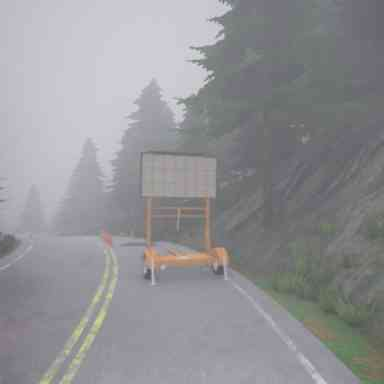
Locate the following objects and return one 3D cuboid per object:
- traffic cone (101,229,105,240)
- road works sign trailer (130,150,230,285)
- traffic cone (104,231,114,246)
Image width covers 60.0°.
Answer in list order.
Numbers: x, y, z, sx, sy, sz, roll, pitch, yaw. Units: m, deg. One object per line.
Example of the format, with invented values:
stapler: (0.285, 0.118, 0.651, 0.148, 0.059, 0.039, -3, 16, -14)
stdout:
traffic cone: (-4.629, 2.435, 18.098, 0.340, 0.580, 0.340, 2, -4, -19)
road works sign trailer: (-0.432, 0.603, 10.039, 2.380, 3.560, 2.880, 1, -2, -18)
traffic cone: (-3.988, 2.316, 16.205, 0.340, 0.580, 0.340, 2, -4, -19)
